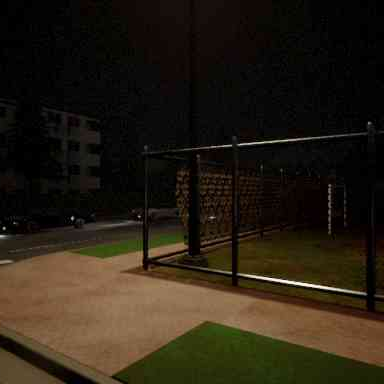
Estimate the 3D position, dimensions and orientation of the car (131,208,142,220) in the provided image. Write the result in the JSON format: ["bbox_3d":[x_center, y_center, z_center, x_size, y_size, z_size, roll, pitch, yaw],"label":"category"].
[{"bbox_3d":[-2.833,1.591,27.664,1.895,1.301,4.718,0,0,35],"label":"car"}]

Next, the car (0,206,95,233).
[{"bbox_3d":[-8.365,1.537,19.782,2.033,1.411,5.357,0,0,35],"label":"car"}]
